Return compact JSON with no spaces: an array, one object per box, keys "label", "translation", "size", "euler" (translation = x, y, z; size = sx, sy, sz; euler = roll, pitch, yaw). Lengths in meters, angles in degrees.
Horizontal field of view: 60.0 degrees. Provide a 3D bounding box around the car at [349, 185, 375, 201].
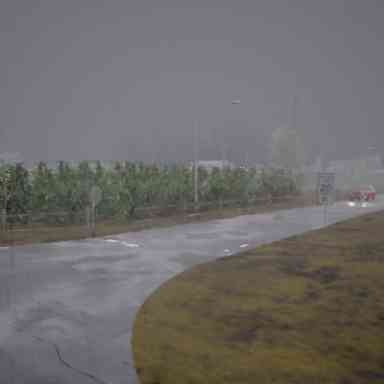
[{"label":"car","translation":[22.870,0.115,44.535],"size":[2.150,2.045,5.566],"euler":[2,3,40]}]
